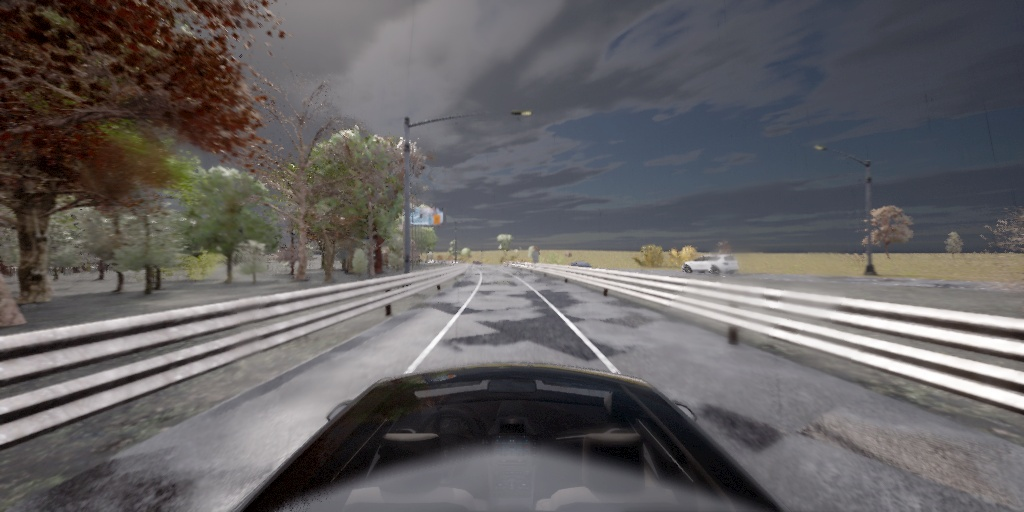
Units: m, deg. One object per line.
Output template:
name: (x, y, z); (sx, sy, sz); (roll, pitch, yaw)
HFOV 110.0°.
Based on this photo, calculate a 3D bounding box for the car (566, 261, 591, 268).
car: (11.099, 1.503, 60.131); (2.033, 1.411, 5.357); (0, 0, -22)

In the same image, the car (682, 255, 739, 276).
car: (20.302, 0.908, 36.926); (2.150, 2.045, 5.566); (0, 0, -22)
